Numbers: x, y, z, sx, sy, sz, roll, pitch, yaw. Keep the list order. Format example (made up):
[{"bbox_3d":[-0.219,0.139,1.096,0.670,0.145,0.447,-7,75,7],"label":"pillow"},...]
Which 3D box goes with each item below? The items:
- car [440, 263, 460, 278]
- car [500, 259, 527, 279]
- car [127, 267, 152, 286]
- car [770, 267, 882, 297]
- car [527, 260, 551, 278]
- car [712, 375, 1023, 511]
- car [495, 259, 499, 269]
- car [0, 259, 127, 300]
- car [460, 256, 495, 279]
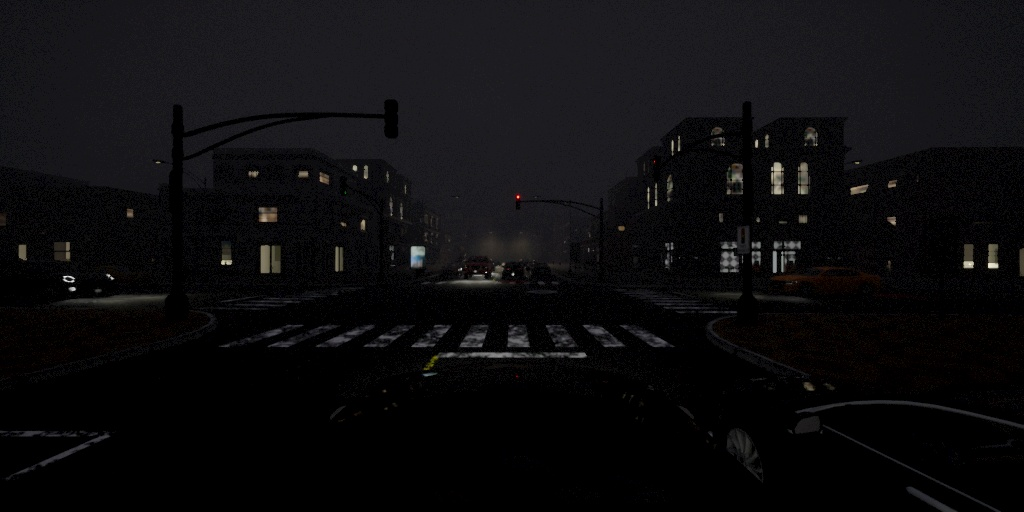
[{"bbox_3d":[-5.696,1.335,33.995,1.802,1.307,4.207,0,0,0],"label":"car"},{"bbox_3d":[0.095,1.257,32.163,1.837,1.490,4.892,0,0,0],"label":"car"},{"bbox_3d":[-25.458,1.195,22.373,4.829,1.417,1.751,0,0,1],"label":"car"},{"bbox_3d":[16.609,1.322,19.148,5.008,1.535,1.882,0,0,1],"label":"car"},{"bbox_3d":[2.684,1.318,33.984,1.948,1.339,4.313,0,0,0],"label":"car"},{"bbox_3d":[2.691,1.300,1.594,2.007,1.370,4.403,0,0,0],"label":"car"},{"bbox_3d":[-3.100,1.243,45.351,2.128,1.511,4.902,0,0,1],"label":"car"},{"bbox_3d":[-21.269,1.008,16.524,4.553,1.767,2.097,0,0,1],"label":"car"},{"bbox_3d":[-3.118,0.975,33.533,2.150,2.045,5.566,0,0,1],"label":"car"}]
